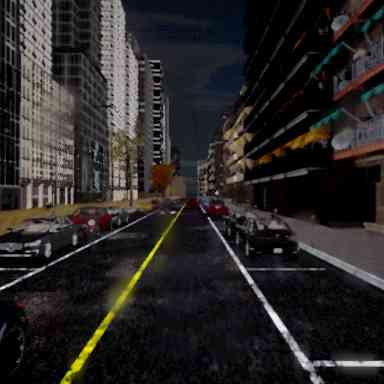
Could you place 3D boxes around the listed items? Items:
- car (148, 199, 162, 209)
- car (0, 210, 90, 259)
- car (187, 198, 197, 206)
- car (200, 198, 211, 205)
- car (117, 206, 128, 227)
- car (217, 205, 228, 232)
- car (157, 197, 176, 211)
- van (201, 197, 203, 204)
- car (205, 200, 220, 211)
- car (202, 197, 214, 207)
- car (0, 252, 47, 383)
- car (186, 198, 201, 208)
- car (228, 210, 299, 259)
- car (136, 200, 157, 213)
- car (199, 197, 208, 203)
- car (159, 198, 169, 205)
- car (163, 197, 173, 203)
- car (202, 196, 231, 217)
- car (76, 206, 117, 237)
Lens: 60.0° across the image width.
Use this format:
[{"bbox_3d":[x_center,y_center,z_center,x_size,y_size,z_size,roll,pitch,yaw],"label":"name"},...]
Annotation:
[{"bbox_3d":[-5.662,1.837,51.343,1.802,1.307,4.206,0,0,0],"label":"car"},{"bbox_3d":[-5.683,1.610,12.615,2.008,1.369,4.403,0,0,0],"label":"car"},{"bbox_3d":[0.037,1.946,65.232,1.895,1.301,4.718,0,0,0],"label":"car"},{"bbox_3d":[2.728,1.898,67.935,2.008,1.369,4.403,0,0,0],"label":"car"},{"bbox_3d":[-5.677,1.662,23.680,2.008,1.369,4.403,0,0,0],"label":"car"},{"bbox_3d":[2.700,1.635,18.143,2.008,1.369,4.403,0,0,0],"label":"car"},{"bbox_3d":[-3.062,1.759,43.517,2.033,1.411,5.357,0,0,0],"label":"car"},{"bbox_3d":[2.719,1.596,51.339,1.690,1.788,3.998,0,0,0],"label":"van"},{"bbox_3d":[2.715,1.807,45.805,1.802,1.307,4.206,0,0,0],"label":"car"},{"bbox_3d":[2.722,1.725,56.871,1.967,1.590,4.097,0,0,0],"label":"car"},{"bbox_3d":[-3.098,1.576,2.632,1.994,1.385,4.181,0,0,0],"label":"car"},{"bbox_3d":[0.032,1.735,51.803,1.882,1.535,5.008,0,0,0],"label":"car"},{"bbox_3d":[2.697,1.610,12.610,2.008,1.369,4.403,0,0,0],"label":"car"},{"bbox_3d":[-5.668,1.719,40.108,1.752,1.417,4.829,0,0,0],"label":"car"},{"bbox_3d":[2.734,1.962,79.001,2.008,1.369,4.403,0,0,0],"label":"car"},{"bbox_3d":[-5.652,1.871,67.771,1.752,1.417,4.829,0,0,0],"label":"car"},{"bbox_3d":[-5.646,1.956,79.006,1.887,1.381,4.507,0,0,0],"label":"car"},{"bbox_3d":[2.406,1.512,33.380,2.097,1.767,4.553,0,0,0],"label":"car"},{"bbox_3d":[-5.680,1.525,18.149,1.967,1.590,4.097,0,0,0],"label":"car"}]
